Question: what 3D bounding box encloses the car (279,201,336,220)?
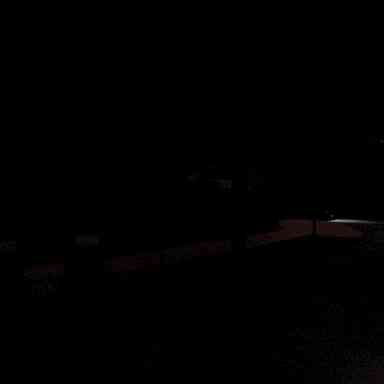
[{"bbox_3d":[8.376,1.390,26.362,5.357,1.411,2.033,0,0,42],"label":"car"}]
